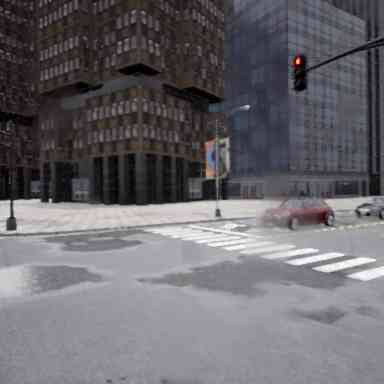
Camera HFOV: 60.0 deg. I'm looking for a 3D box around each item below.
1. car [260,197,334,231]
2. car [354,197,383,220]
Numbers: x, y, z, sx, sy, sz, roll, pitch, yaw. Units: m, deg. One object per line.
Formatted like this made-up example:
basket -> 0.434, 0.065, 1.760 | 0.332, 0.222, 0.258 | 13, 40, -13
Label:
car -> 6.048, 1.131, 19.105 | 4.553, 1.767, 2.097 | -1, 0, -33
car -> 13.744, 1.121, 24.014 | 4.902, 1.511, 2.128 | -1, 0, -33
